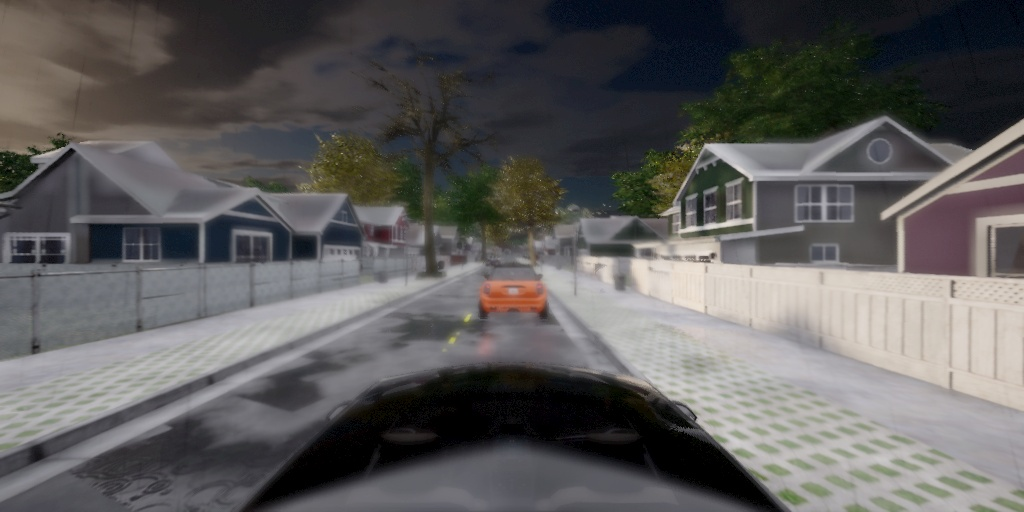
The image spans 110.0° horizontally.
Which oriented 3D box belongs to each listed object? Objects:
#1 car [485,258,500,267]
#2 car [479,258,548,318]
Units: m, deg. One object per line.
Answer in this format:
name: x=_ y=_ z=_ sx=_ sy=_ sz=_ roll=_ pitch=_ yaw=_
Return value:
car: x=-2.828 y=0.961 z=53.999 sx=1.994 sy=1.385 sz=4.181 roll=0 pitch=0 yaw=0
car: x=0.058 y=1.024 z=12.642 sx=2.097 sy=1.767 sz=4.553 roll=0 pitch=0 yaw=0
